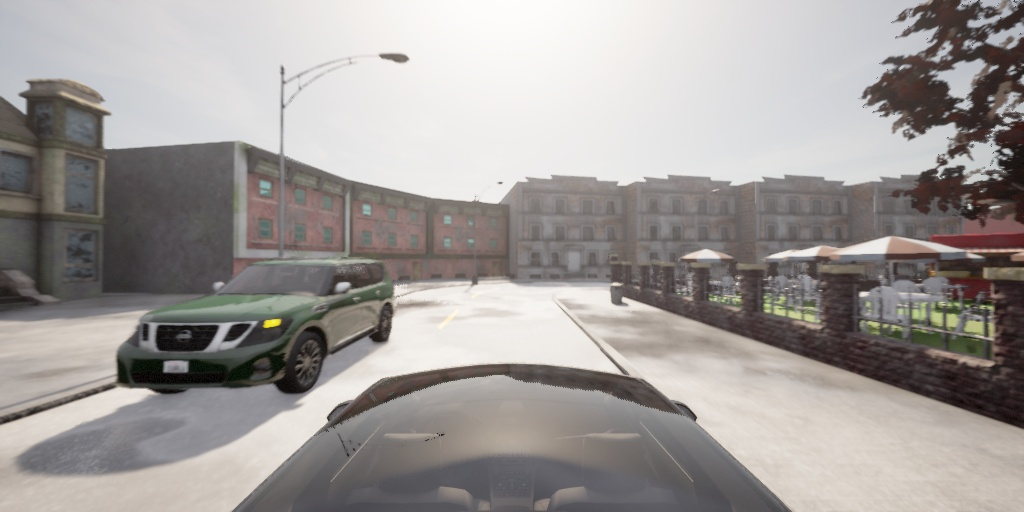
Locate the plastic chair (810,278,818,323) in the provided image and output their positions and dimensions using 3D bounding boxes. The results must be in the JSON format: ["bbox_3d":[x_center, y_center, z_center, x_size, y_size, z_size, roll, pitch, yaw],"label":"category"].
[{"bbox_3d":[9.351,1.348,10.488,0.750,1.272,0.730,0,0,-39],"label":"plastic chair"}]

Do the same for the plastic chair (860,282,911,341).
[{"bbox_3d":[9.065,1.352,8.730,0.730,1.272,0.750,0,0,-40],"label":"plastic chair"}]

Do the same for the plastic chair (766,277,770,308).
[{"bbox_3d":[10.934,1.466,14.522,0.750,1.272,0.730,0,0,-40],"label":"plastic chair"}]

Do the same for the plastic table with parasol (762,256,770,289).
[{"bbox_3d":[13.613,0.918,17.369,2.482,2.480,2.482,0,0,-40],"label":"plastic table with parasol"}]

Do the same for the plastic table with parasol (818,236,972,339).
[{"bbox_3d":[10.051,0.721,9.453,2.482,2.480,2.482,0,0,-38],"label":"plastic table with parasol"}]

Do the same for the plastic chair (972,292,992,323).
[{"bbox_3d":[10.996,1.346,8.439,0.750,1.272,0.730,0,0,-31],"label":"plastic chair"}]

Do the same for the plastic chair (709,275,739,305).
[{"bbox_3d":[9.334,1.503,15.821,0.750,1.272,0.730,0,0,5],"label":"plastic chair"}]

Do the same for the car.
[{"bbox_3d":[-4.077,1.036,7.134,2.150,2.045,5.566,0,-1,0],"label":"car"}]

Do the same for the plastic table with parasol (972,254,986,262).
[{"bbox_3d":[17.441,0.887,14.725,2.482,2.480,2.482,0,0,-40],"label":"plastic table with parasol"}]

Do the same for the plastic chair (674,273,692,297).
[{"bbox_3d":[8.002,1.521,17.240,0.730,1.272,0.750,0,0,0],"label":"plastic chair"}]

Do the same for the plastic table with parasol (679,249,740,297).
[{"bbox_3d":[9.264,0.916,17.149,2.482,2.480,2.482,0,0,0],"label":"plastic table with parasol"}]

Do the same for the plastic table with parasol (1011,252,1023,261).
[{"bbox_3d":[15.982,0.770,9.908,2.482,2.480,2.482,0,0,-38],"label":"plastic table with parasol"}]

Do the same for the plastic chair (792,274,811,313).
[{"bbox_3d":[10.646,1.403,12.787,0.730,1.272,0.750,0,0,-39],"label":"plastic chair"}]

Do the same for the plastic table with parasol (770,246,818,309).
[{"bbox_3d":[11.668,0.842,13.501,2.482,2.480,2.482,0,0,-40],"label":"plastic table with parasol"}]
